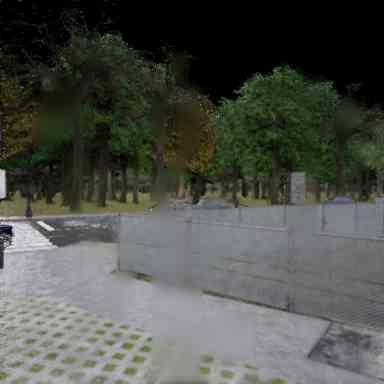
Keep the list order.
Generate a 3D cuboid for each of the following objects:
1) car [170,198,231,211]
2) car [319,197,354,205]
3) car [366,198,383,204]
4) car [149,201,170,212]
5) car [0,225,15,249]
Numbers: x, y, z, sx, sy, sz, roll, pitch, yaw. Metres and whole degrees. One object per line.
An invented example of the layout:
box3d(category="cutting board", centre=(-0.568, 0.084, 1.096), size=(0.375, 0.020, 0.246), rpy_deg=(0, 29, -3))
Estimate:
box3d(category="car", centre=(0.931, 1.268, 26.454), size=(4.553, 1.767, 2.097), rpy_deg=(0, 0, -31))
box3d(category="car", centre=(17.430, 1.368, 40.182), size=(5.008, 1.535, 1.882), rpy_deg=(0, 0, -31))
box3d(category="car", centre=(22.921, 1.427, 39.661), size=(5.357, 1.411, 2.033), rpy_deg=(0, 0, -31))
box3d(category="car", centre=(-1.342, 1.413, 28.879), size=(4.902, 1.511, 2.128), rpy_deg=(0, 0, -31))
box3d(category="car", centre=(-8.110, 1.545, 11.165), size=(1.895, 1.301, 4.718), rpy_deg=(-1, 0, 4))
